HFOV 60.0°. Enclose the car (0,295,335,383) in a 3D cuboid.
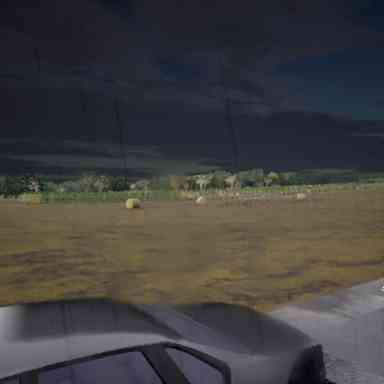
[{"bbox_3d":[-1.281,1.548,2.034,5.357,1.411,2.033,0,0,-36],"label":"car"}]
